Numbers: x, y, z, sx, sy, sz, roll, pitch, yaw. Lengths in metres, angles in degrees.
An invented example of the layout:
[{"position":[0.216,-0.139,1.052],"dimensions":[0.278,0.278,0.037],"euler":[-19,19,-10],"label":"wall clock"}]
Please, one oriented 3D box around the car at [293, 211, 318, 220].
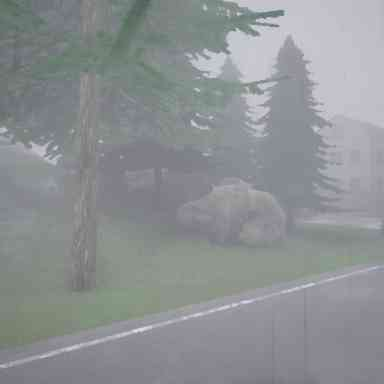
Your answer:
[{"position":[7.988,1.520,28.381],"dimensions":[2.033,1.411,5.357],"euler":[0,0,-35],"label":"car"}]
